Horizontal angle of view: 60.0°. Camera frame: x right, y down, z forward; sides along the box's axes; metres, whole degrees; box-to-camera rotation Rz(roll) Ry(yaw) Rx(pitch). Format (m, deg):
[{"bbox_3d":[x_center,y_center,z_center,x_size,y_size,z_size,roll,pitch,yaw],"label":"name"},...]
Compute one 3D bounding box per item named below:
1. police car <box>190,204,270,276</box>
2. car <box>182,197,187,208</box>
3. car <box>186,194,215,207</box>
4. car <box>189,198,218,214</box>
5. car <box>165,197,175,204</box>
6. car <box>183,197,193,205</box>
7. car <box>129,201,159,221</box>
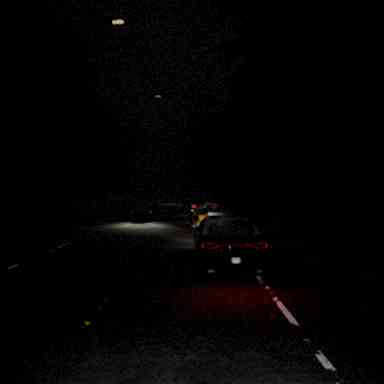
[{"bbox_3d":[1.017,1.384,10.359,1.930,1.638,5.238,0,0,0],"label":"police car"},{"bbox_3d":[-0.409,1.484,46.322,2.128,1.511,4.902,0,0,-1],"label":"car"},{"bbox_3d":[0.865,1.152,26.306,2.150,2.045,5.566,-1,0,-1],"label":"car"},{"bbox_3d":[0.932,1.389,20.453,1.801,1.575,5.366,-1,0,-1],"label":"car"},{"bbox_3d":[-4.382,1.638,67.580,2.033,1.411,5.357,0,0,-1],"label":"car"},{"bbox_3d":[-0.718,1.582,61.204,1.812,1.442,4.674,0,0,-1],"label":"car"},{"bbox_3d":[-3.765,1.426,26.492,1.882,1.535,5.008,0,0,-1],"label":"car"}]
